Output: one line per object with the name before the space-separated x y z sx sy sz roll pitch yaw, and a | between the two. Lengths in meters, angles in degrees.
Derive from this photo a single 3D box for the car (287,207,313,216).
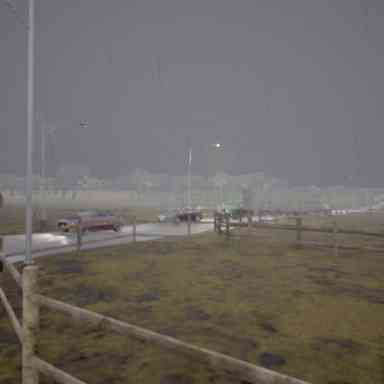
car | 14.176 2.656 44.515 1.895 1.301 4.718 1 -1 35

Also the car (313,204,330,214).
car | 21.596 2.769 55.091 2.097 1.767 4.553 1 -1 37

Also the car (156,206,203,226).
car | -0.983 1.946 28.046 2.128 1.511 4.902 1 -1 35

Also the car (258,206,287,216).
car | 10.625 2.554 44.509 1.895 1.301 4.718 1 -1 36

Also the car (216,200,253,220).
car | 4.731 1.911 36.171 2.150 2.045 5.566 1 -1 35

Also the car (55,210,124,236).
car | -6.238 1.820 20.573 1.994 1.385 4.181 1 -1 36
